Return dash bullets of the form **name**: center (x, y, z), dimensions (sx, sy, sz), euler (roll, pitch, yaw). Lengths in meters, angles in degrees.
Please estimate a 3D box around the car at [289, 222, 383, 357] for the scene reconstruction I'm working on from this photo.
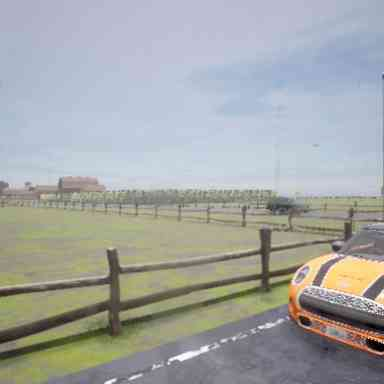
- **car**: center (3.785, 1.360, 5.980), dimensions (4.553, 1.767, 2.097), euler (0, 0, -37)

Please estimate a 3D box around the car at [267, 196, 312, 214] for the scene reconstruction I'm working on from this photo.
- **car**: center (11.547, 1.579, 39.838), dimensions (2.150, 2.045, 5.566), euler (1, 0, -38)
